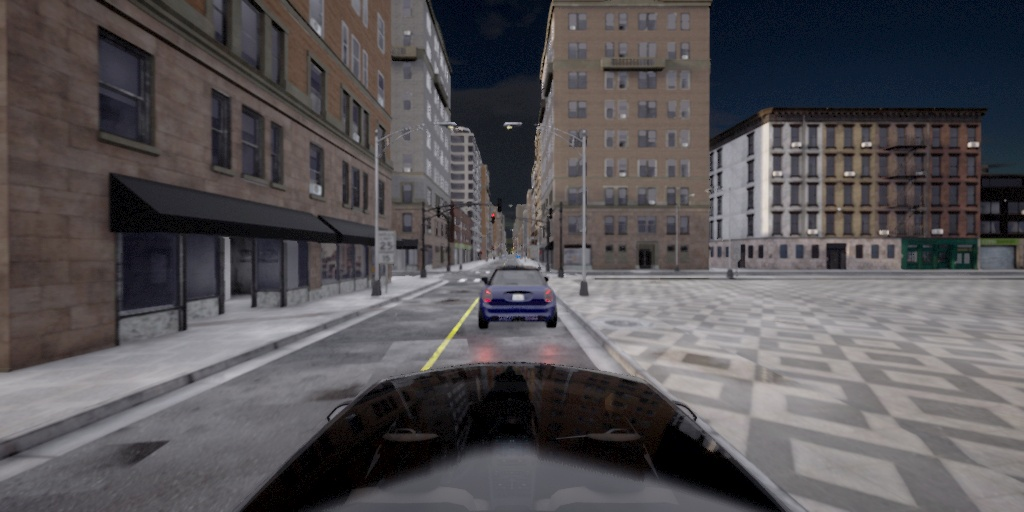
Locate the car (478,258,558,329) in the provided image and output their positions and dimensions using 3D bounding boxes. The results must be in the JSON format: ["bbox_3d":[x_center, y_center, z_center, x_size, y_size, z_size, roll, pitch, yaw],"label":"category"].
[{"bbox_3d":[0.104,1.052,11.240,2.097,1.767,4.553,0,0,-1],"label":"car"}]
